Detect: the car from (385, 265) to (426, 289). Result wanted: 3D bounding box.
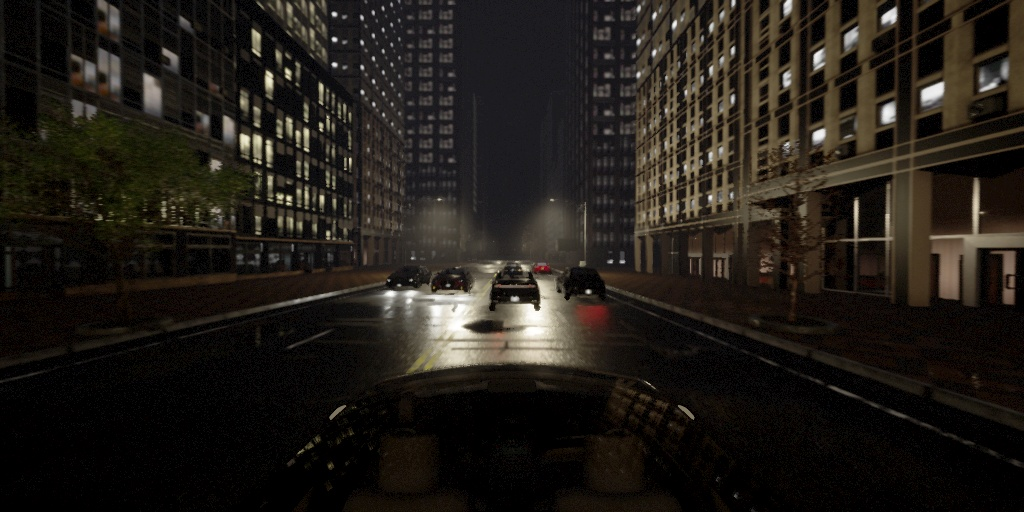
[{"bbox_3d":[-6.531,1.318,23.489,2.033,1.411,5.357,0,0,1],"label":"car"}]

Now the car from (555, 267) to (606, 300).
[{"bbox_3d":[3.318,1.274,17.905,1.837,1.490,4.892,0,0,0],"label":"car"}]

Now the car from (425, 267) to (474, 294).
[{"bbox_3d":[-3.306,1.333,20.504,1.994,1.385,4.181,0,0,0],"label":"car"}]

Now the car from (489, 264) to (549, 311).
[{"bbox_3d":[0.101,1.256,14.602,2.128,1.511,4.902,0,0,0],"label":"car"}]

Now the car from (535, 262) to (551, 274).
[{"bbox_3d":[3.349,1.344,41.245,1.994,1.385,4.181,0,0,0],"label":"car"}]
